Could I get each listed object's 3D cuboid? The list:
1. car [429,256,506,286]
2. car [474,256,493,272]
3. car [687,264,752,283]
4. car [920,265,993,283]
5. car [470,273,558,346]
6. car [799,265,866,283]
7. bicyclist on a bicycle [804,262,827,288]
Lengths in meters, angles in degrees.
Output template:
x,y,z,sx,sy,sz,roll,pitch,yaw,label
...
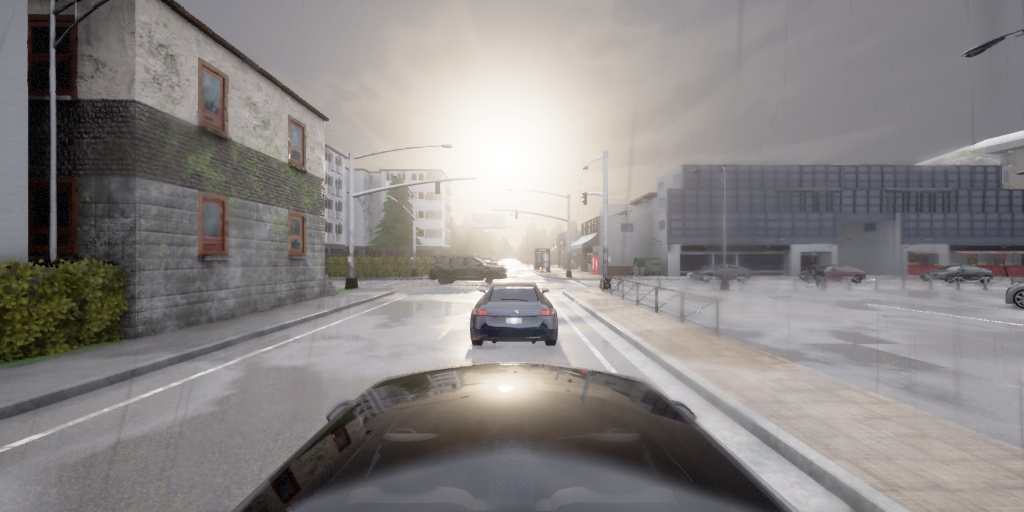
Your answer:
x,y,z,sx,sy,sz,roll,pitch,yaw,label
-3.120,1.034,25.803,5.566,2.045,2.150,0,-1,0,car
-3.653,0.972,47.080,2.150,2.045,5.566,0,0,0,car
17.033,1.418,29.561,4.902,1.511,2.128,0,0,0,car
36.708,1.452,29.612,4.674,1.442,1.812,0,0,0,car
0.053,1.314,9.463,1.994,1.385,4.181,0,0,0,car
26.398,1.452,29.590,4.674,1.442,1.812,0,0,0,car
18.689,1.227,22.084,0.582,1.620,1.656,0,0,0,bicyclist on a bicycle
